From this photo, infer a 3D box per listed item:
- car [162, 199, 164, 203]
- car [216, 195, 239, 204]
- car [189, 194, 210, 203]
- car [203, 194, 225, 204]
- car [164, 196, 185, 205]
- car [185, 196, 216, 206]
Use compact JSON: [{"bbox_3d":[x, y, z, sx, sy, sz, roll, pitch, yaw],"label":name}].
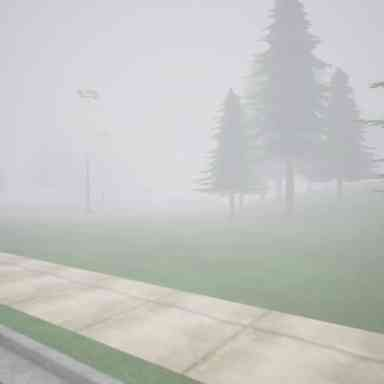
[{"bbox_3d":[-3.118,1.520,60.704,2.033,1.411,5.357,0,0,37],"label":"car"},{"bbox_3d":[7.186,1.331,63.001,2.097,1.767,4.553,0,0,36],"label":"car"},{"bbox_3d":[1.533,1.325,67.129,2.097,1.767,4.553,0,0,36],"label":"car"},{"bbox_3d":[4.360,1.328,65.065,2.097,1.767,4.553,0,0,36],"label":"car"},{"bbox_3d":[-1.857,1.523,56.485,2.033,1.411,5.357,0,0,37],"label":"car"},{"bbox_3d":[1.389,1.579,54.969,1.895,1.301,4.718,0,0,37],"label":"car"}]
